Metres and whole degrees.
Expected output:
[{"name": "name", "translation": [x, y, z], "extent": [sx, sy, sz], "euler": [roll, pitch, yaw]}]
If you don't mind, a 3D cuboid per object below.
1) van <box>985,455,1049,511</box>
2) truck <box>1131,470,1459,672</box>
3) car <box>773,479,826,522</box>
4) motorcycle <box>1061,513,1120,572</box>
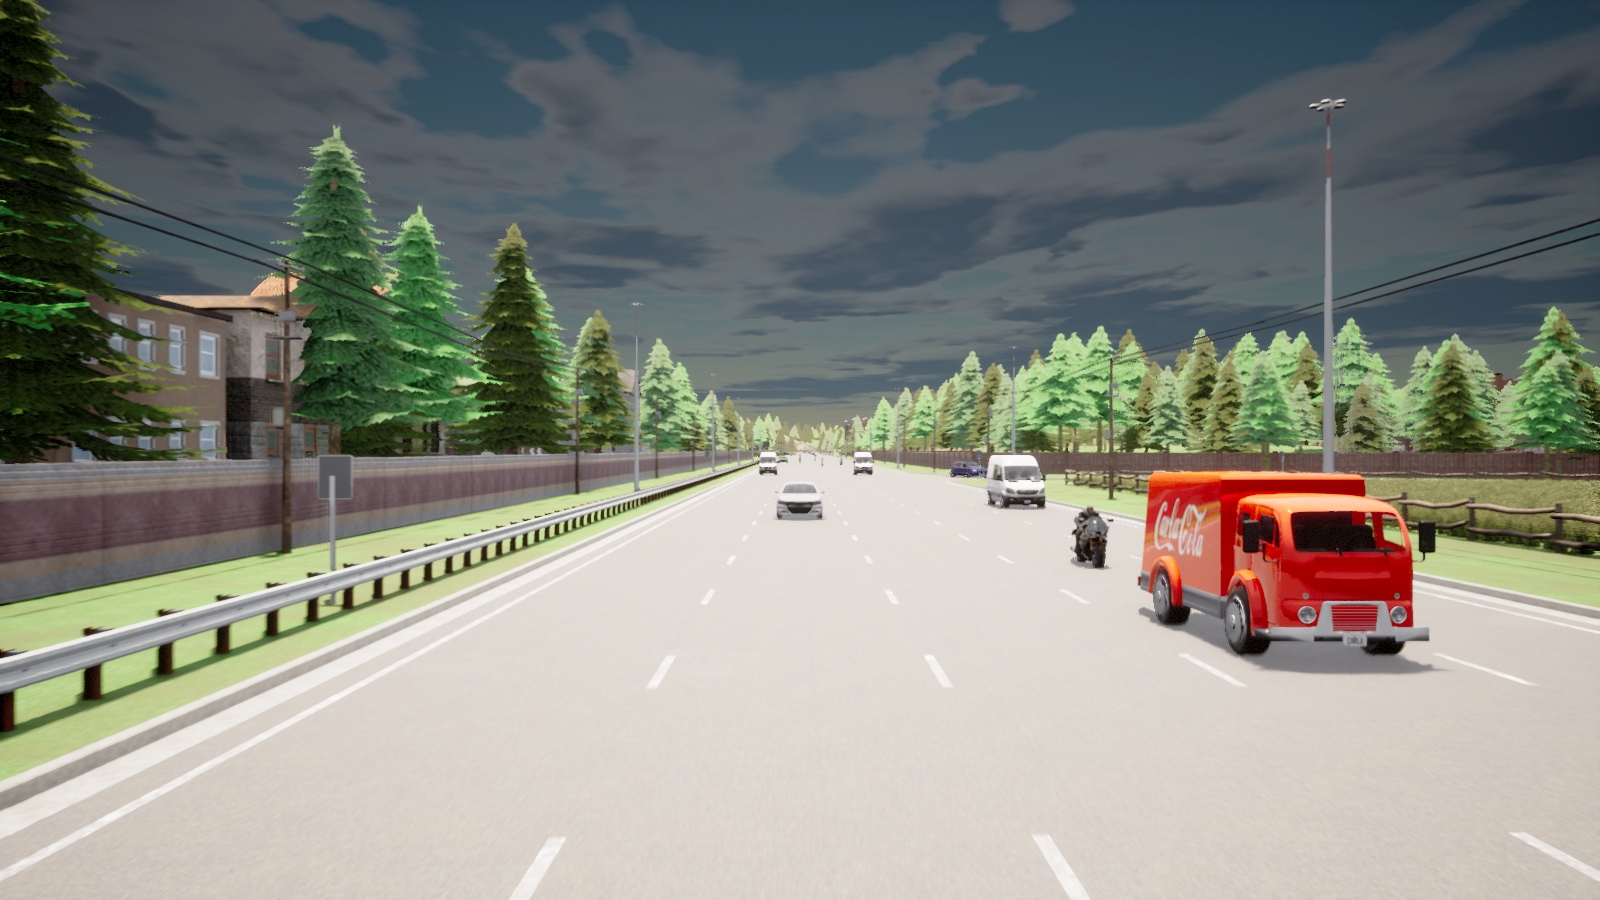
[{"name": "van", "translation": [10.492, 1.534, 55.671], "extent": [1.988, 2.561, 5.915], "euler": [0, 0, 0]}, {"name": "truck", "translation": [6.999, 1.569, 17.019], "extent": [2.627, 2.467, 5.204], "euler": [0, 0, 0]}, {"name": "car", "translation": [-0.009, 2.034, 47.205], "extent": [2.097, 1.535, 5.006], "euler": [0, 0, 0]}, {"name": "motorcycle", "translation": [6.998, 2.205, 27.620], "extent": [0.867, 1.251, 2.209], "euler": [0, 0, 0]}]
